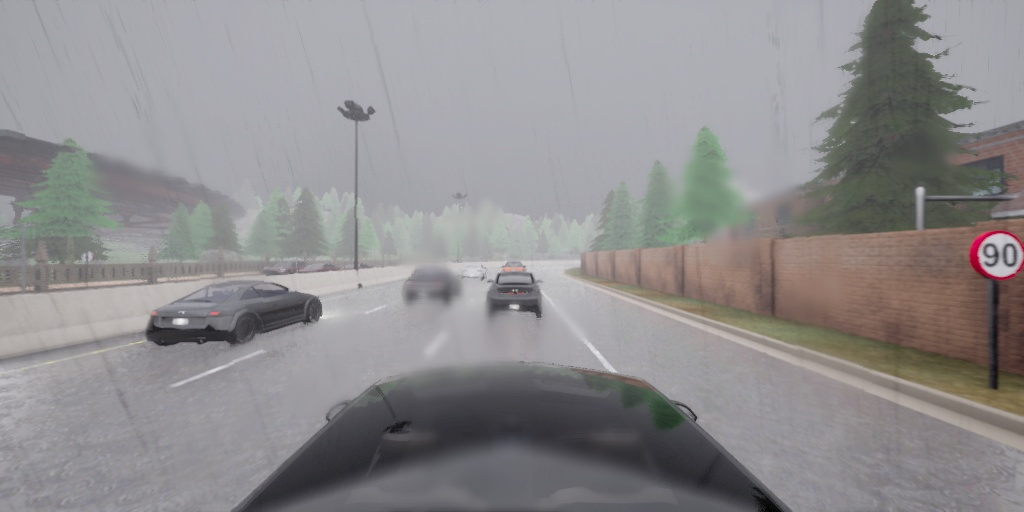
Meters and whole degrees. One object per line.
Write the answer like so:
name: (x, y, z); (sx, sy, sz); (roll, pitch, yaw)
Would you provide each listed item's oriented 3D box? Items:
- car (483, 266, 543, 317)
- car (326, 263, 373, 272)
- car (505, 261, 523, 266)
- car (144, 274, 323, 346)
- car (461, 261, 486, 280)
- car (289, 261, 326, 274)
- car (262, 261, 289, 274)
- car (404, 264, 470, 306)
car: (0.110, 1.309, 13.452); (1.837, 1.490, 4.892); (0, 0, 0)
car: (-13.996, 1.358, 31.756); (1.882, 1.535, 5.008); (0, 0, 1)
car: (0.158, 1.233, 31.180); (2.097, 1.767, 4.553); (0, 0, 0)
car: (-6.914, 1.348, 9.506); (1.994, 1.385, 4.181); (0, 0, 0)
car: (-3.340, 1.411, 32.467); (1.812, 1.442, 4.674); (0, 0, 0)
car: (-17.481, 1.361, 32.433); (1.882, 1.535, 5.008); (0, 0, 1)
car: (-20.948, 1.239, 33.441); (2.097, 1.767, 4.553); (0, 0, 1)
car: (-3.378, 1.305, 16.148); (2.128, 1.511, 4.902); (0, 0, 0)
